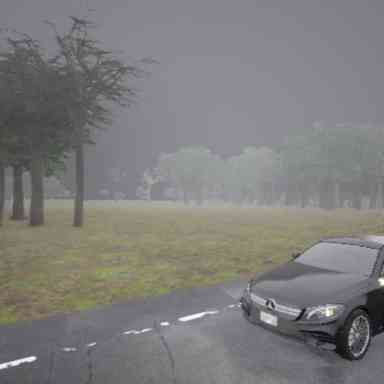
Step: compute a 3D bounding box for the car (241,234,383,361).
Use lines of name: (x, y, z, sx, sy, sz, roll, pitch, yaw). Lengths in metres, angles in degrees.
car: (2.998, 1.557, 6.079, 4.674, 1.442, 1.812, 0, 0, -35)
